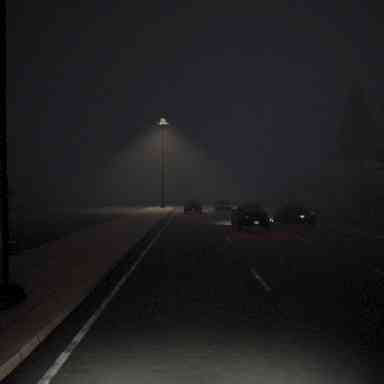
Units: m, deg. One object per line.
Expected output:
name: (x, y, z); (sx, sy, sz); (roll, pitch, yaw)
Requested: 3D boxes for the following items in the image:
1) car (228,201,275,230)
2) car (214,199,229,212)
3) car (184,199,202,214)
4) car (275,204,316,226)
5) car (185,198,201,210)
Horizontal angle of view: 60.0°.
car: (3.601, 1.522, 20.903); (1.812, 1.442, 4.674); (0, 0, 0)
car: (3.600, 1.540, 39.262); (2.033, 1.411, 5.357); (0, 0, 0)
car: (0.094, 1.519, 35.228); (1.812, 1.442, 4.674); (0, 0, 0)
car: (7.101, 1.558, 23.421); (1.994, 1.385, 4.181); (0, 0, 0)
car: (0.096, 1.556, 44.008); (1.994, 1.385, 4.181); (0, 0, 0)
